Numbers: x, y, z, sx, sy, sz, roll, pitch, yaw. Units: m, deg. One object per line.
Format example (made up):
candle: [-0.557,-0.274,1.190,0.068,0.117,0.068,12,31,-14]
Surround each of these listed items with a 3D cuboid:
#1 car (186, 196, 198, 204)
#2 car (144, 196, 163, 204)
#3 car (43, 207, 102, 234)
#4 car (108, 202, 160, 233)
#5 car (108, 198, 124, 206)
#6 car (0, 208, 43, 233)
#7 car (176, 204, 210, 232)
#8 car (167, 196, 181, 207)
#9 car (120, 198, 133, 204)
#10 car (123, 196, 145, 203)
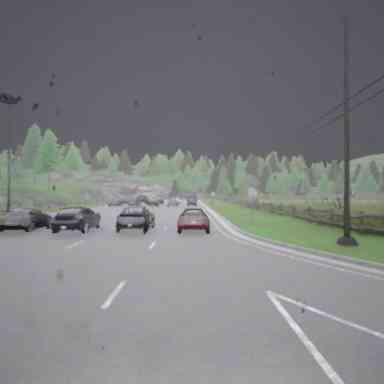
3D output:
car: [-0.007,1.944,60.627,1.837,1.490,4.892,0,0,0]
car: [-7.007,1.919,60.626,1.882,1.535,5.008,0,0,0]
car: [-6.902,1.654,20.259,1.837,1.490,4.892,0,0,0]
car: [-3.404,1.643,20.635,2.128,1.511,4.902,0,0,0]
car: [-14.007,2.007,61.042,1.994,1.385,4.181,0,0,0]
car: [-10.403,1.718,20.961,1.994,1.385,4.181,0,0,0]
car: [0.098,1.719,21.174,1.994,1.385,4.181,0,0,0]
car: [-3.507,1.990,60.626,2.033,1.411,5.357,0,0,0]
car: [-14.008,1.945,71.076,1.895,1.301,4.718,0,0,0]
car: [-10.507,1.935,60.626,2.128,1.511,4.902,0,0,0]
